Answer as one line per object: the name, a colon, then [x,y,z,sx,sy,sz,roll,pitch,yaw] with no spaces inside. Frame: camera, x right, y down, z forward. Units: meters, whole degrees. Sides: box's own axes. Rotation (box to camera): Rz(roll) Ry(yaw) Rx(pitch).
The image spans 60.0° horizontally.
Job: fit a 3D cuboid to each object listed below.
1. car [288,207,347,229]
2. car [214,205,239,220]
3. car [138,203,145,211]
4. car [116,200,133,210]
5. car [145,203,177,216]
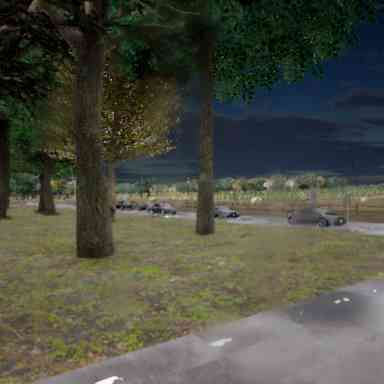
car: [9.189,1.859,24.622,1.994,1.385,4.181,-1,0,-34]
car: [2.855,2.063,33.713,1.994,1.385,4.181,-1,0,-35]
car: [-6.973,2.385,52.730,1.994,1.385,4.181,-1,0,-34]
car: [-12.490,2.337,60.472,2.097,1.767,4.553,-1,0,-35]
car: [-3.790,2.211,43.178,1.837,1.490,4.892,-1,0,-35]
